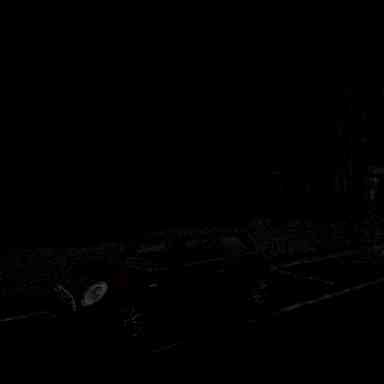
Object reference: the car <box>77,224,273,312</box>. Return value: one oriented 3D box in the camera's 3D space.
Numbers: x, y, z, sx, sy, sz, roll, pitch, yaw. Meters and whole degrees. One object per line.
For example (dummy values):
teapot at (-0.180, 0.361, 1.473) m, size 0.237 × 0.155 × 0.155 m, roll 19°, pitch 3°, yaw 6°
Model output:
car at (-0.437, 1.448, 6.228) m, size 4.097 × 1.590 × 1.967 m, roll 0°, pitch 0°, yaw -36°

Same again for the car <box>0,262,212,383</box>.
car at (-2.616, 1.544, 1.511) m, size 5.357 × 1.411 × 2.033 m, roll 0°, pitch 0°, yaw -36°
